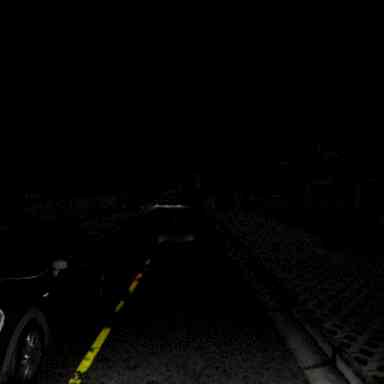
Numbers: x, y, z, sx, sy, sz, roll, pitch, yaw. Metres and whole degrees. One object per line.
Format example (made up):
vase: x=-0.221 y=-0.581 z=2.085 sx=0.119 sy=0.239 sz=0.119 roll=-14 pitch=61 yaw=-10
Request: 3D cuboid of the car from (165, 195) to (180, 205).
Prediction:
car: x=-2.832 y=1.145 z=48.270 sx=1.812 sy=1.442 sz=4.674 roll=0 pitch=0 yaw=0

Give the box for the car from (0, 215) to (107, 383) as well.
car: x=-2.848 y=1.323 z=5.152 sx=2.097 sy=1.767 sz=4.553 roll=0 pitch=0 yaw=0
